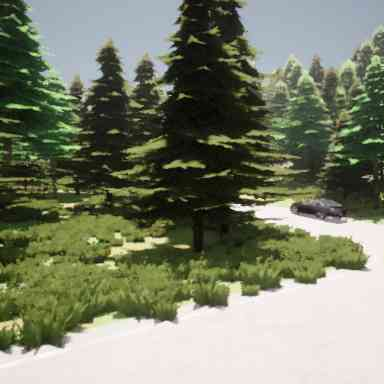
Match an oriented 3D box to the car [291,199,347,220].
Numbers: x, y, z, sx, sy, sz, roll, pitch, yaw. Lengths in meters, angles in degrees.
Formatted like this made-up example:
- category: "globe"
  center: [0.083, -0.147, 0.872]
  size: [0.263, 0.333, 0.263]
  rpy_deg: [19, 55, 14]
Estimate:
- category: "car"
  center: [9.830, 1.258, 26.238]
  size: [2.128, 1.511, 4.902]
  rpy_deg: [0, 5, -23]
